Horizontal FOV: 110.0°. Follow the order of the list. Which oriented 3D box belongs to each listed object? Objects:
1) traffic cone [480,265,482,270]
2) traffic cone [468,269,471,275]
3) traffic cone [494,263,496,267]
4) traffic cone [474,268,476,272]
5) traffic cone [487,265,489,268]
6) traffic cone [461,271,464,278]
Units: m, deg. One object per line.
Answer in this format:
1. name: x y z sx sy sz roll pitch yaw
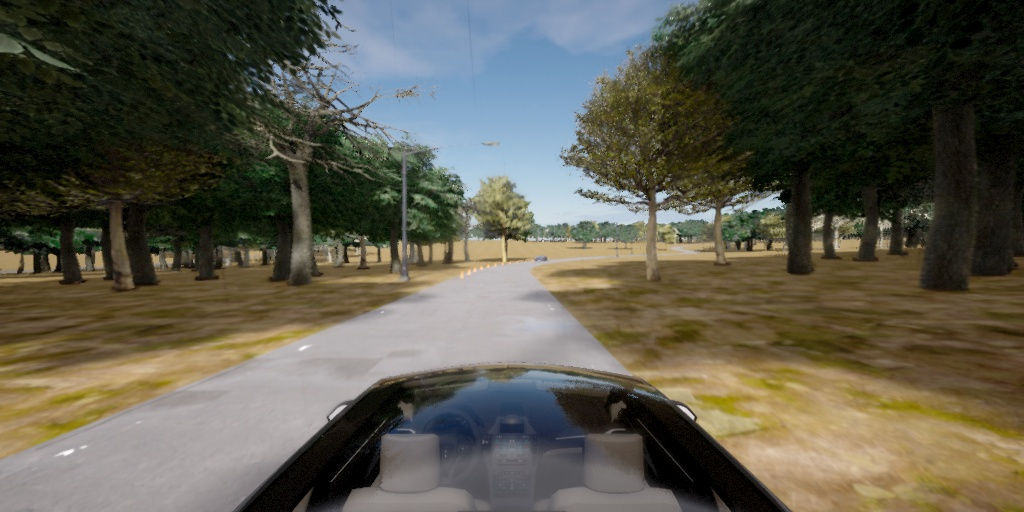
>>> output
1. traffic cone: -3.881 1.462 45.584 0.340 0.580 0.340 0 0 4
2. traffic cone: -4.218 1.549 35.377 0.340 0.580 0.340 0 0 0
3. traffic cone: -2.612 1.342 55.752 0.340 0.580 0.340 0 0 10
4. traffic cone: -4.162 1.511 40.466 0.340 0.580 0.340 0 0 2
5. traffic cone: -3.364 1.406 50.683 0.340 0.580 0.340 0 0 7
6. traffic cone: -4.215 1.578 30.375 0.340 0.580 0.340 0 0 0
